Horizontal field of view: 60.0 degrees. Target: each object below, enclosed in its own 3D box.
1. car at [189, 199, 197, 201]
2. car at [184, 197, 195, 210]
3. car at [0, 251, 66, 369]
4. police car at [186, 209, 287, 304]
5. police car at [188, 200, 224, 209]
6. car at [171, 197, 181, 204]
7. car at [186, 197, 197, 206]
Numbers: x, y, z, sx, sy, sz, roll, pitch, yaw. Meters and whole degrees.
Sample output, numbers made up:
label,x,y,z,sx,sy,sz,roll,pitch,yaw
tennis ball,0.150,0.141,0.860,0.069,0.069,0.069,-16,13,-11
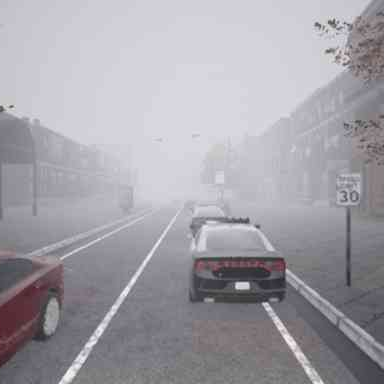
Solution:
label,x,y,z,sx,sy,sz,roll,pitch,yaw
car,0.861,1.564,24.332,1.882,1.535,5.008,0,0,0
car,-0.067,1.625,45.726,1.837,1.490,4.892,0,0,0
car,-3.105,1.491,3.719,1.882,1.535,5.008,0,0,0
police car,0.886,1.455,8.442,1.930,1.638,5.238,0,0,0
police car,0.871,1.491,18.442,1.930,1.638,5.238,0,0,0
car,-3.105,1.625,66.201,1.895,1.301,4.718,0,0,0
car,-0.095,1.616,59.999,2.033,1.411,5.357,0,0,0
